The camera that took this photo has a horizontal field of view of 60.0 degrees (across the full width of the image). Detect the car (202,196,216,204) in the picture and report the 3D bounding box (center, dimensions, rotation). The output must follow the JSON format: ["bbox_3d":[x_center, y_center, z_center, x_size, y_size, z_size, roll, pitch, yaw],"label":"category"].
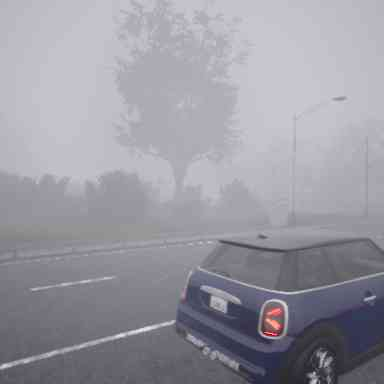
[{"bbox_3d":[2.693,1.610,65.102,1.882,1.535,5.008,0,0,-34],"label":"car"}]

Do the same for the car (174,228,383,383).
[{"bbox_3d":[2.047,1.376,5.207,4.553,1.767,2.097,1,0,-35],"label":"car"}]

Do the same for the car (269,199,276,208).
[{"bbox_3d":[11.413,1.689,51.832,2.128,1.511,4.902,0,0,-33],"label":"car"}]

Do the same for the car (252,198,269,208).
[{"bbox_3d":[8.540,1.671,49.821,2.128,1.511,4.902,0,0,-33],"label":"car"}]
